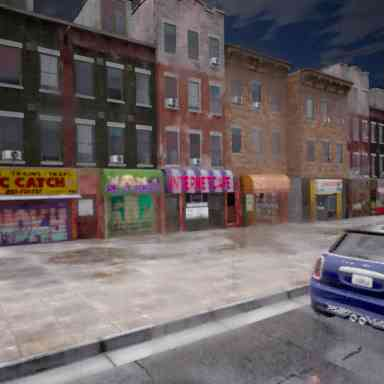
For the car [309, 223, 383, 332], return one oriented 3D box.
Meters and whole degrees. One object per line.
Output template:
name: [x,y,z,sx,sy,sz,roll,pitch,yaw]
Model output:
car: [4.279,1.349,6.213,4.553,1.767,2.097,0,0,-35]
